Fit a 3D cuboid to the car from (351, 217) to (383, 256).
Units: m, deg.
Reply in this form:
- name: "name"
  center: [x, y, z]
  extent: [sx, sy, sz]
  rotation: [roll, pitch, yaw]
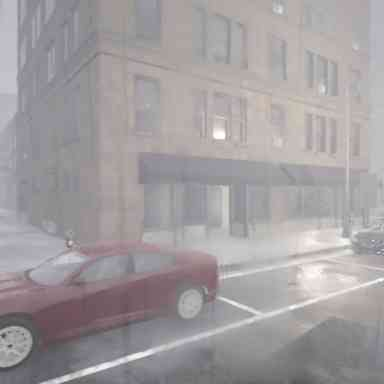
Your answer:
- name: "car"
  center: [7.557, 1.568, 12.152]
  extent: [4.403, 1.369, 2.008]
  rotation: [0, 0, -35]

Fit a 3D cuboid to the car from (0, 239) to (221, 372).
- name: "car"
  center: [-1.556, 1.547, 5.655]
  extent: [4.507, 1.381, 1.887]
  rotation: [0, 0, -35]
